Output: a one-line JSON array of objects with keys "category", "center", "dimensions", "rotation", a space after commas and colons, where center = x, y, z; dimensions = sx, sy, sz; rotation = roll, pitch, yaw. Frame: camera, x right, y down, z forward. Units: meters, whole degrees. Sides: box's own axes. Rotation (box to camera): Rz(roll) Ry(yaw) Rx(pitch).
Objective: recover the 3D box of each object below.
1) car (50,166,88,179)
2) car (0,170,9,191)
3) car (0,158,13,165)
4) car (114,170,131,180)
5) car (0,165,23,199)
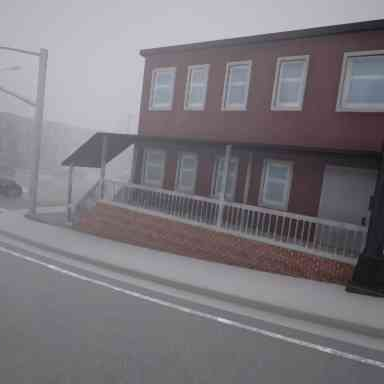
[{"category": "car", "center": [-14.960, -2.478, 40.600], "dimensions": [1.812, 1.442, 4.674], "rotation": [10, 6, 36]}, {"category": "car", "center": [-15.024, -0.884, 22.479], "dimensions": [1.994, 1.385, 4.181], "rotation": [10, 6, 35]}, {"category": "car", "center": [-20.257, -2.657, 33.261], "dimensions": [2.097, 1.767, 4.553], "rotation": [10, 6, 36]}, {"category": "car", "center": [-9.190, -2.473, 48.574], "dimensions": [1.812, 1.442, 4.674], "rotation": [10, 6, 35]}, {"category": "car", "center": [-12.598, -0.581, 19.872], "dimensions": [2.097, 1.767, 4.553], "rotation": [10, 6, 35]}]
